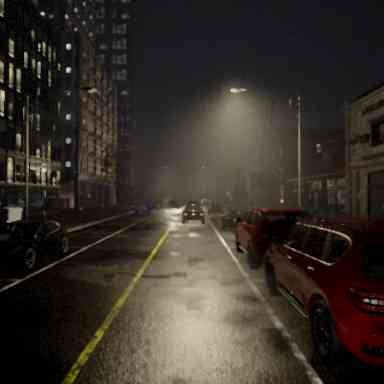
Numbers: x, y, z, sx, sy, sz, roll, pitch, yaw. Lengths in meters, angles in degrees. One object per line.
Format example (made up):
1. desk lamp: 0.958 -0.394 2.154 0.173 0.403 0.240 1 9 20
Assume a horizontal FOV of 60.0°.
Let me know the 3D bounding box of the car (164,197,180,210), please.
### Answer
1. car: -2.989 1.971 52.913 1.882 1.535 5.008 0 -1 0

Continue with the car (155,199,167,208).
1. car: -5.665 2.016 61.248 1.967 1.590 4.097 0 -1 0

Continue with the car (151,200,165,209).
1. car: -5.668 2.103 55.709 1.802 1.307 4.206 0 -1 0

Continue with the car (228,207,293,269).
1. car: 2.698 1.419 11.412 2.192 1.841 5.009 0 -1 0

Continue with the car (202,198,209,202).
1. car: 2.717 2.070 66.779 1.967 1.590 4.097 0 -1 0

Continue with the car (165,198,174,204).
1. car: -5.658 2.341 83.393 1.887 1.381 4.507 0 -1 0

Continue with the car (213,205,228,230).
1. car: 2.700 1.771 22.484 1.947 1.339 4.313 0 -1 0

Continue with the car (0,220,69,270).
1. car: -5.683 1.671 11.415 1.947 1.339 4.313 0 -1 0

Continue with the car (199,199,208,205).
1. car: 2.721 2.285 77.852 1.887 1.381 4.507 0 -1 0

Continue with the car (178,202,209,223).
1. car: 0.111 1.805 28.137 2.033 1.411 5.357 0 -1 0

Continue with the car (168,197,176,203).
1. car: -5.653 2.225 94.469 2.192 1.841 5.009 0 -1 0

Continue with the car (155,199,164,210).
1. car: -5.670 1.991 50.003 1.752 1.417 4.829 0 -1 0

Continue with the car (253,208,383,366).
1. car: 2.696 1.369 5.876 2.192 1.841 5.009 0 -1 0

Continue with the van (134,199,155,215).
1. van: -5.673 1.702 39.101 1.690 1.788 3.998 0 -1 0

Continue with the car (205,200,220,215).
1. car: 2.707 1.942 39.094 1.802 1.307 4.206 0 -1 0

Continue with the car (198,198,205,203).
1. car: 2.726 2.476 94.462 1.947 1.339 4.313 0 -1 0

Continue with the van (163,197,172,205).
1. van: -5.660 2.082 77.858 1.690 1.788 3.998 0 -1 0

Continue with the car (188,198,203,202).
1. car: 0.116 1.920 44.876 1.837 1.490 4.892 0 -1 0

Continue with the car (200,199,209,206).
1. car: 2.719 2.266 72.314 1.802 1.307 4.206 0 -1 0
